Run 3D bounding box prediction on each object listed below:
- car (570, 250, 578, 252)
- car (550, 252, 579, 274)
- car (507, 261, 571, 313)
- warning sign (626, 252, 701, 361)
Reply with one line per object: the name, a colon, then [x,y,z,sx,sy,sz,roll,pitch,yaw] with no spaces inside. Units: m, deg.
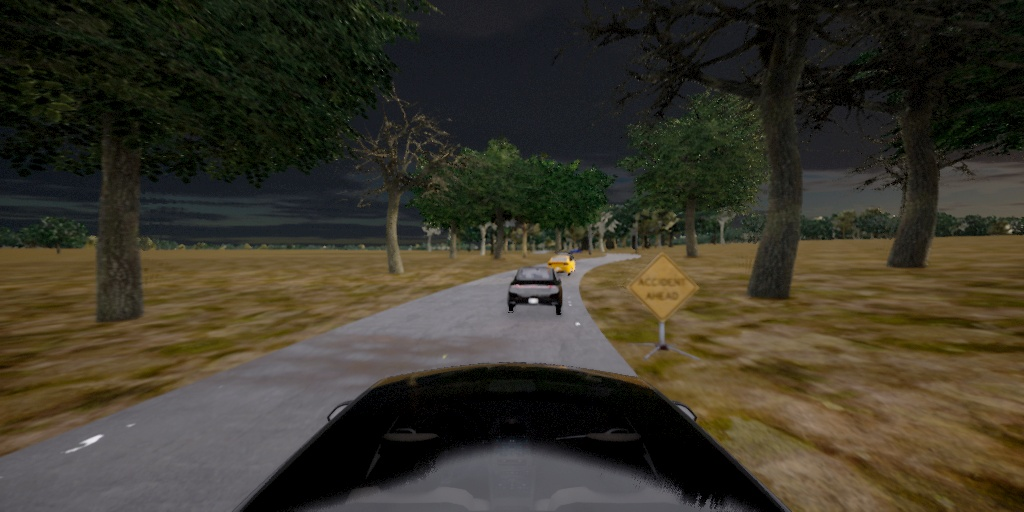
car: [6.555,0.231,45.860,1.837,1.490,4.892,0,2,24]
car: [4.125,0.702,29.762,1.882,1.535,5.008,0,2,15]
car: [0.941,1.144,13.536,2.128,1.511,4.902,0,1,7]
warning sign: [2.776,0.854,6.652,1.300,1.860,1.060,0,0,3]
